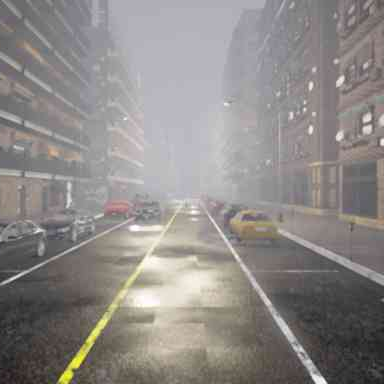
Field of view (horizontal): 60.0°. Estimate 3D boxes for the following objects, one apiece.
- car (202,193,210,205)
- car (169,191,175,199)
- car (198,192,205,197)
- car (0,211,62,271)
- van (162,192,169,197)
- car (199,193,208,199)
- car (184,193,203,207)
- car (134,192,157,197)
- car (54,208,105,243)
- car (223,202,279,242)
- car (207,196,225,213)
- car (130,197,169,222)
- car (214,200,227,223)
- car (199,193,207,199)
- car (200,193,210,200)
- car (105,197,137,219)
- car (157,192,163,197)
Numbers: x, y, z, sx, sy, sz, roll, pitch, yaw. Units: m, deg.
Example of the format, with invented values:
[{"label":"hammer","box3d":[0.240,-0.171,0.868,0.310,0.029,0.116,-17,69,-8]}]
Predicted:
[{"label":"car","box3d":[2.691,1.186,48.991,1.802,1.307,4.206,0,0,0]},{"label":"car","box3d":[-5.690,0.927,77.175,2.008,1.369,4.403,0,0,0]},{"label":"car","box3d":[2.689,0.786,94.080,1.887,1.381,4.507,0,0,0]},{"label":"car","box3d":[-5.689,1.473,9.541,2.008,1.369,4.403,0,0,0]},{"label":"van","box3d":[-5.688,0.854,60.265,1.690,1.788,3.998,0,0,0]},{"label":"car","box3d":[2.691,0.921,77.171,1.887,1.381,4.507,0,0,0]},{"label":"car","box3d":[0.100,1.177,43.043,1.812,1.442,4.674,0,0,0]},{"label":"car","box3d":[-5.688,1.009,37.721,2.192,1.841,5.009,0,0,0]},{"label":"car","box3d":[-5.690,1.427,15.178,2.008,1.369,4.403,0,0,0]},{"label":"car","box3d":[2.692,1.401,15.344,1.752,1.417,4.829,0,0,0]},{"label":"car","box3d":[2.691,1.322,32.082,1.802,1.307,4.206,0,0,0]},{"label":"car","box3d":[-3.001,1.358,24.273,1.837,1.490,4.892,0,0,0]},{"label":"car","box3d":[2.691,1.397,20.810,1.947,1.339,4.313,0,0,0]},{"label":"car","box3d":[2.690,0.913,82.807,1.802,1.307,4.206,0,0,0]},{"label":"car","box3d":[2.691,0.988,71.535,1.947,1.339,4.313,0,0,0]},{"label":"car","box3d":[-5.689,1.330,26.450,1.887,1.381,4.507,0,0,0]},{"label":"car","box3d":[-5.689,1.130,48.824,1.752,1.417,4.829,0,0,0]}]
